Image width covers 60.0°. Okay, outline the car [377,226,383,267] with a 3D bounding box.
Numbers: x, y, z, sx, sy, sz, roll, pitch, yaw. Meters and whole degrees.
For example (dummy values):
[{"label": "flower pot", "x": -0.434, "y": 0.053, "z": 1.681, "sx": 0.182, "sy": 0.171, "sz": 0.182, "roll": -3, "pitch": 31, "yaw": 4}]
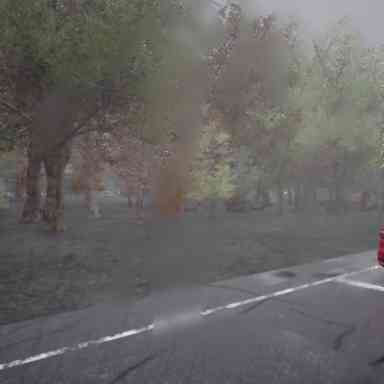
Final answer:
[{"label": "car", "x": 7.139, "y": 1.229, "z": 8.842, "sx": 5.566, "sy": 2.045, "sz": 2.150, "roll": 0, "pitch": 0, "yaw": -36}]
